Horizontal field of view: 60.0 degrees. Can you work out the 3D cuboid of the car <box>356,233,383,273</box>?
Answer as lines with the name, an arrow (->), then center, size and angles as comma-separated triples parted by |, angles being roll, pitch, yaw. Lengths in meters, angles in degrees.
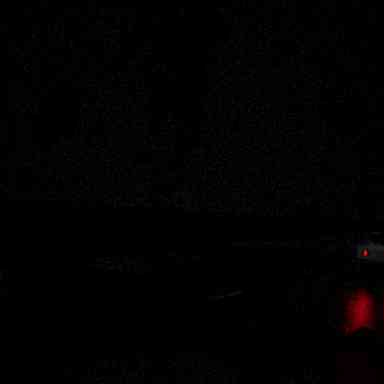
car -> 6.989, 1.841, 10.268 | 4.718, 1.301, 1.895 | 3, 0, -41
